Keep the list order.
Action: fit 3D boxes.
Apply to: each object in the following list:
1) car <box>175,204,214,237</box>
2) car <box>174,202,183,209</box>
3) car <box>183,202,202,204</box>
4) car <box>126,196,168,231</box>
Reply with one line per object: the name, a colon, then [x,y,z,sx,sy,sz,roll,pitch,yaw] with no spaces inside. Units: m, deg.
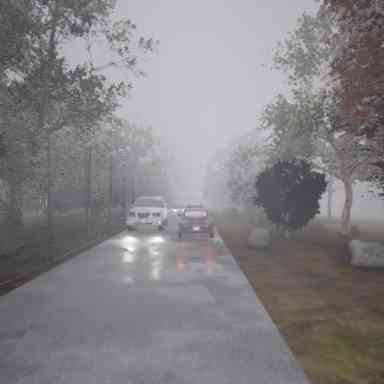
car: [0.203,1.595,18.191,1.812,1.442,4.674,0,0,0]
car: [-2.243,2.505,62.054,1.895,1.301,4.718,0,-2,1]
car: [0.347,1.780,36.385,1.882,1.535,5.008,0,-1,1]
car: [-2.752,1.307,21.594,2.150,2.045,5.566,1,0,0]
